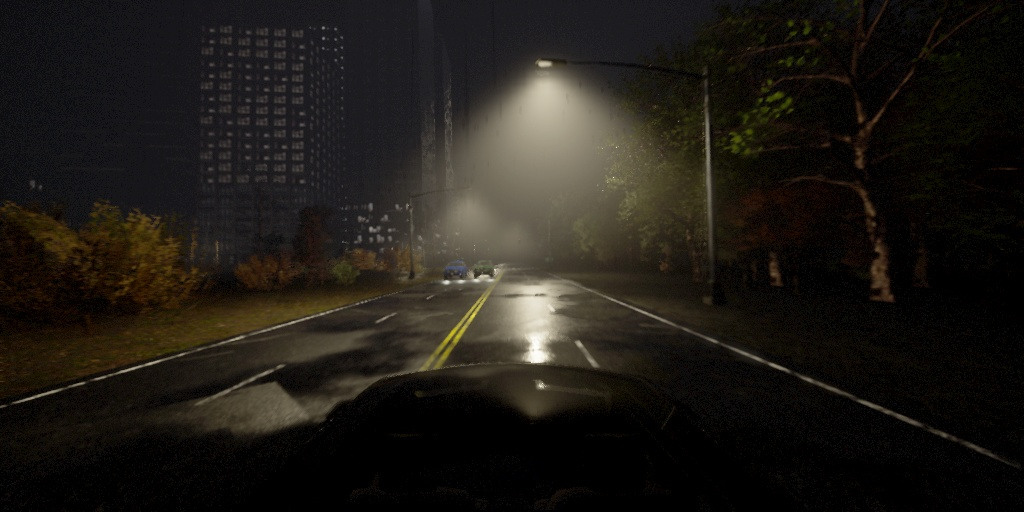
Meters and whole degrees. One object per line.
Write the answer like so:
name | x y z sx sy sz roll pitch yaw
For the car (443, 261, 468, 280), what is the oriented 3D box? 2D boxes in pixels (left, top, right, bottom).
car | -6.513 1.632 41.835 2.150 2.045 5.566 -2 -1 1

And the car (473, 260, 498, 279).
car | -3.263 1.544 42.252 2.150 2.045 5.566 -2 -1 0
